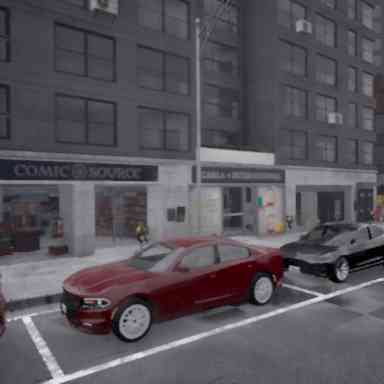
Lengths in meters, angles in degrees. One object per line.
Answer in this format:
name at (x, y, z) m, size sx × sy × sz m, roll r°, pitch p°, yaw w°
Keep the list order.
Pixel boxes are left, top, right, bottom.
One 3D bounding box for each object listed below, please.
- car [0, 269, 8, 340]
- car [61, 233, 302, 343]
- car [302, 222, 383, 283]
car at (-4.626, 1.314, 3.245) m, size 5.009 × 1.841 × 2.192 m, roll 0°, pitch -1°, yaw -35°
car at (-0.139, 1.547, 6.438) m, size 4.507 × 1.381 × 1.887 m, roll 0°, pitch -1°, yaw -35°
car at (4.347, 1.571, 9.633) m, size 4.313 × 1.339 × 1.947 m, roll 0°, pitch -1°, yaw -35°
